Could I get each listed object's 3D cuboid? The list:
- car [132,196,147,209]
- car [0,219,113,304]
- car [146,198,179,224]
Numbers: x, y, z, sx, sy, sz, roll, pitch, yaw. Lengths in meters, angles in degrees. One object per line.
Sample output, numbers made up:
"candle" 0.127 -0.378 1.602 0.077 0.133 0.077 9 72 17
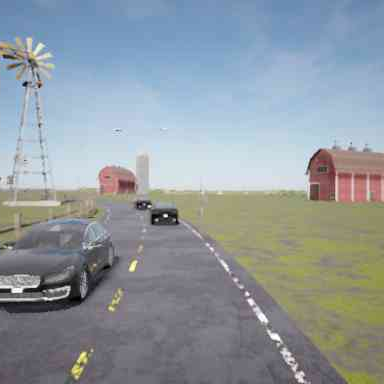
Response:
"car" -6.372 1.317 41.968 1.882 1.535 5.008 0 0 -16
"car" -3.189 1.484 8.243 1.837 1.490 4.892 0 0 -3
"car" -2.136 1.400 24.194 1.882 1.535 5.008 0 0 -10
